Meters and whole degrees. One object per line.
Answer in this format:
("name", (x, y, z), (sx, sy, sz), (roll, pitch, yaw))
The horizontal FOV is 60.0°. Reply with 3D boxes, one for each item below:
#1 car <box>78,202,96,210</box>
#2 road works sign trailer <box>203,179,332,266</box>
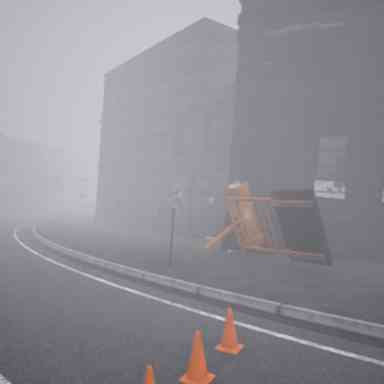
("car", (-20.035, 2.691, 64.101), (2.033, 1.411, 5.357), (5, -1, 6))
("road works sign trailer", (2.216, 1.116, 10.102), (3.560, 2.380, 2.880), (-1, 25, 48))
